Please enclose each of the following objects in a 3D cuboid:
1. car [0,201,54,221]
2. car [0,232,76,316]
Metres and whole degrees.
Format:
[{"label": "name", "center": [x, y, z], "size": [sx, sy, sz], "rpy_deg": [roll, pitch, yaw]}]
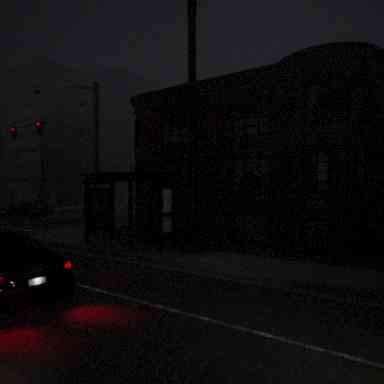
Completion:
[{"label": "car", "center": [-13.881, 1.525, 27.753], "size": [1.812, 1.442, 4.674], "rpy_deg": [0, 0, 37]}, {"label": "car", "center": [-4.388, 1.564, 7.129], "size": [4.181, 1.385, 1.994], "rpy_deg": [0, 0, 36]}]
